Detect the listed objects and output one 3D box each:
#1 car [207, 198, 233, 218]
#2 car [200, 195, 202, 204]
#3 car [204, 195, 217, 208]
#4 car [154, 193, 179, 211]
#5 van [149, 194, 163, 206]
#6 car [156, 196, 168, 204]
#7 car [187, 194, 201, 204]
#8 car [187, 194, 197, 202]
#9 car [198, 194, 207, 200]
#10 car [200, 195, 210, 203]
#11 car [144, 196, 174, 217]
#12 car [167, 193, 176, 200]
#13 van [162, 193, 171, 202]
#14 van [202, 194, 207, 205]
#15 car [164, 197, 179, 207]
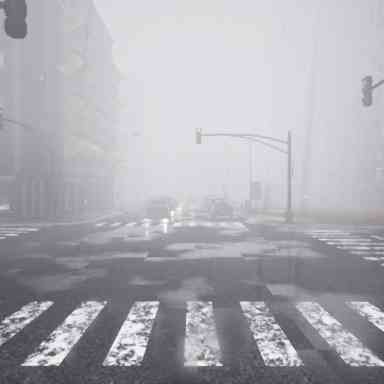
[{"bbox_3d":[2.660,1.521,29.969,1.887,1.381,4.507,-1,0,0],"label":"car"},{"bbox_3d":[2.670,1.490,52.553,1.887,1.381,4.507,-1,0,0],"label":"car"},{"bbox_3d":[2.661,1.409,35.614,1.967,1.590,4.097,-1,0,0],"label":"car"},{"bbox_3d":[-3.072,1.315,40.513,2.097,1.767,4.553,0,0,0],"label":"car"},{"bbox_3d":[-5.681,1.286,52.523,1.690,1.788,3.998,-1,0,0],"label":"van"},{"bbox_3d":[-5.673,1.469,63.814,1.887,1.381,4.507,-1,0,0],"label":"car"},{"bbox_3d":[0.128,1.478,60.369,2.033,1.411,5.357,0,0,0],"label":"car"},{"bbox_3d":[0.060,1.263,70.995,2.097,1.767,4.553,0,0,0],"label":"car"},{"bbox_3d":[2.720,1.312,86.427,1.967,1.590,4.097,-1,0,0],"label":"car"},{"bbox_3d":[2.682,1.353,69.490,1.967,1.590,4.097,-1,0,0],"label":"car"},{"bbox_3d":[-3.081,1.453,31.183,1.882,1.535,5.008,0,0,0],"label":"car"},{"bbox_3d":[-5.663,1.172,92.047,2.192,1.841,5.009,-1,0,0],"label":"car"},{"bbox_3d":[-5.670,1.241,75.108,1.690,1.788,3.998,-1,0,0],"label":"van"},{"bbox_3d":[2.665,1.295,46.906,1.690,1.788,3.998,-1,0,0],"label":"van"},{"bbox_3d":[-3.056,1.512,50.479,1.994,1.385,4.181,0,0,0],"label":"car"}]
